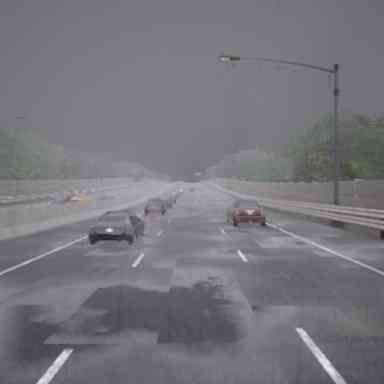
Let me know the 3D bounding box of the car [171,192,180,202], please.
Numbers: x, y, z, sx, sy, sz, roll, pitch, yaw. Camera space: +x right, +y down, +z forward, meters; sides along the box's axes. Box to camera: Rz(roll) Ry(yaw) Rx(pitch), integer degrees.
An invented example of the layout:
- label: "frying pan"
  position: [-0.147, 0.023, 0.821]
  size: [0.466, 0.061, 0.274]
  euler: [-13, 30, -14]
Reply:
- label: "car"
  position: [-3.488, 1.157, 54.776]
  size: [1.895, 1.301, 4.718]
  euler: [0, 2, 0]

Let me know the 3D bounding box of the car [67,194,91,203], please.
- label: "car"
  position: [-17.525, 1.101, 52.564]
  size: [1.882, 1.535, 5.008]
  euler: [0, 2, 1]

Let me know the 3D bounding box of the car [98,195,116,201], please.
- label: "car"
  position: [-14.015, 1.161, 54.806]
  size: [1.895, 1.301, 4.718]
  euler: [0, 2, 1]

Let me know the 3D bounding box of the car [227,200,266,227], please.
- label: "car"
  position: [3.604, 1.332, 22.787]
  size: [2.097, 1.767, 4.553]
  euler: [0, 0, 0]

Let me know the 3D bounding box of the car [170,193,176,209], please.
- label: "car"
  position: [-3.490, 1.339, 43.754]
  size: [1.837, 1.490, 4.892]
  euler: [0, 1, 0]

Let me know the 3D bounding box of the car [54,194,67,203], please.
- label: "car"
  position: [-21.013, 1.058, 54.807]
  size: [2.128, 1.511, 4.902]
  euler: [0, 2, 1]

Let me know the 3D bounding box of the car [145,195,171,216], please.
- label: "car"
  position: [-3.493, 1.394, 32.764]
  size: [2.033, 1.649, 4.856]
  euler: [0, 0, 0]

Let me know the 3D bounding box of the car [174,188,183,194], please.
- label: "car"
  position: [-3.483, 0.308, 76.736]
  size: [1.994, 1.385, 4.181]
  euler: [0, 2, 0]

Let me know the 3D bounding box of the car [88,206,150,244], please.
- label: "car"
  position: [-3.397, 1.550, 15.710]
  size: [1.994, 1.385, 4.181]
  euler: [0, 0, 0]

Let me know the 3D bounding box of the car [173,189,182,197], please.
- label: "car"
  position: [-3.485, 0.697, 65.739]
  size: [1.812, 1.442, 4.674]
  euler: [0, 2, 0]

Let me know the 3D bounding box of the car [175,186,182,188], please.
- label: "car"
  position: [-3.480, -0.506, 87.746]
  size: [2.150, 2.045, 5.566]
  euler: [0, 3, 0]
